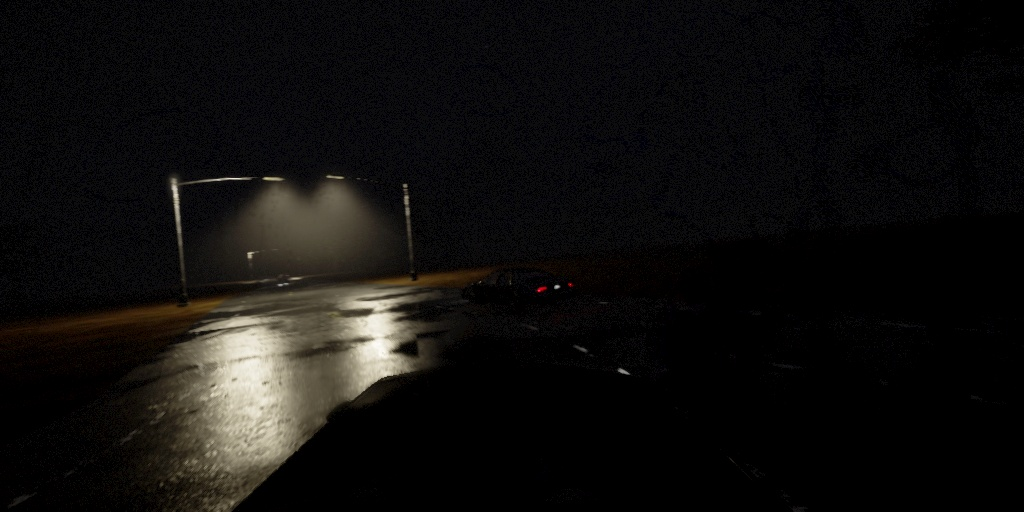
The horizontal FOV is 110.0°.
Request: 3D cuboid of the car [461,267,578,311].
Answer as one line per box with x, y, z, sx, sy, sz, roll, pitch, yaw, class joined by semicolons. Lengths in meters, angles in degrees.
0.025;1.165;13.581;2.033;1.411;5.357;-5;0;-36;car
